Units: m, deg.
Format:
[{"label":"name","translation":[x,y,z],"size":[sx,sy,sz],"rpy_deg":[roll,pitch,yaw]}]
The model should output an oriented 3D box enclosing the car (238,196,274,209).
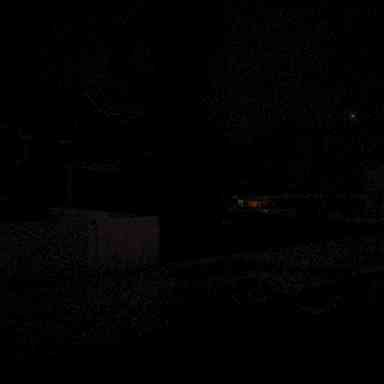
[{"label":"car","translation":[7.808,1.275,40.683],"size":[1.882,1.535,5.008],"rpy_deg":[1,0,-35]}]
